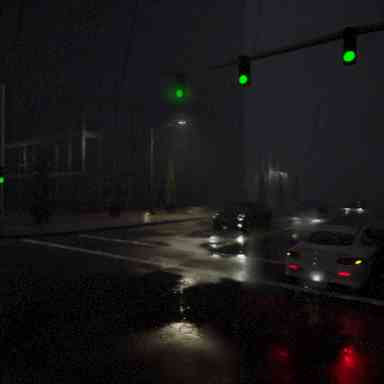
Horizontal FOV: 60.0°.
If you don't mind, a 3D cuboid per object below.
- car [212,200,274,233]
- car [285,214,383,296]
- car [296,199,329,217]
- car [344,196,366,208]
[{"bbox_3d":[3.056,1.324,19.558,2.097,1.767,4.553,0,0,36],"label":"car"},{"bbox_3d":[3.952,1.540,8.770,1.812,1.442,4.674,0,0,36],"label":"car"},{"bbox_3d":[11.142,1.437,30.592,1.882,1.535,5.008,0,1,36],"label":"car"},{"bbox_3d":[22.660,1.294,46.152,2.097,1.767,4.553,0,0,36],"label":"car"}]
